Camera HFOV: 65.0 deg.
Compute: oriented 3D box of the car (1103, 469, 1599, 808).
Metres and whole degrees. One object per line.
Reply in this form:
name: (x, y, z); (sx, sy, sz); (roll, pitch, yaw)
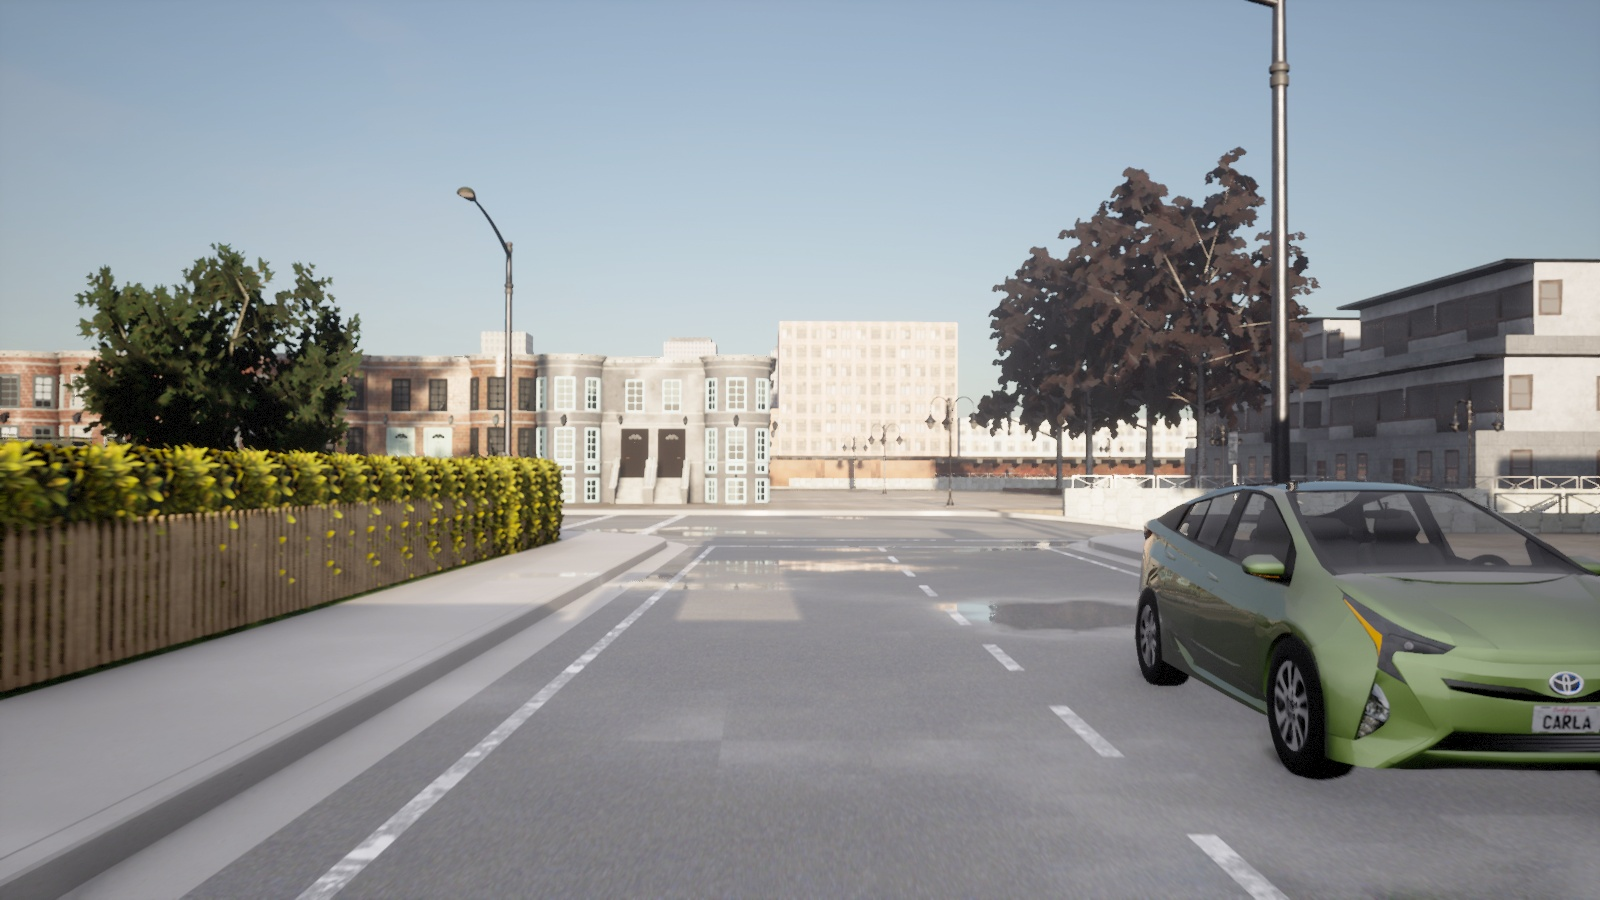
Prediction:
car: (3.480, 0.892, 7.945); (2.007, 1.525, 4.514); (0, -1, 0)
